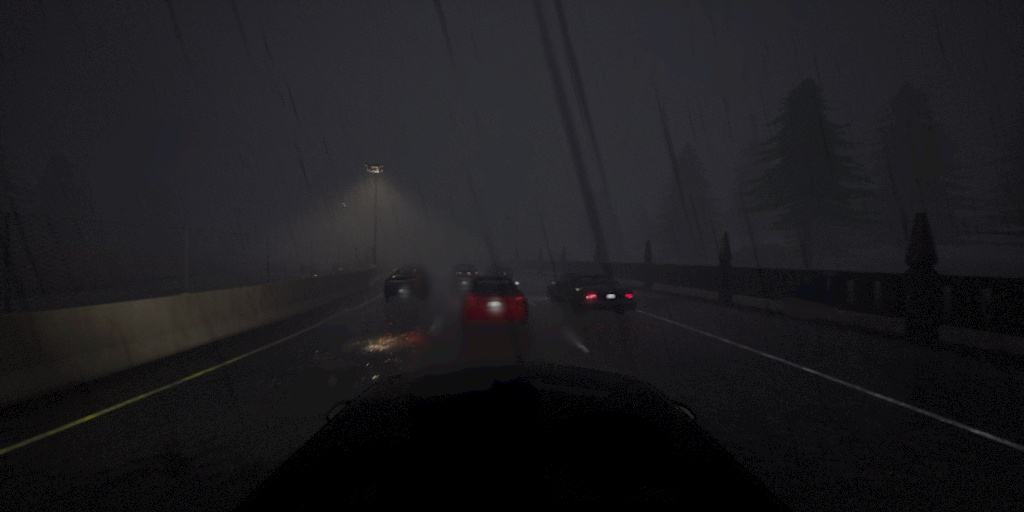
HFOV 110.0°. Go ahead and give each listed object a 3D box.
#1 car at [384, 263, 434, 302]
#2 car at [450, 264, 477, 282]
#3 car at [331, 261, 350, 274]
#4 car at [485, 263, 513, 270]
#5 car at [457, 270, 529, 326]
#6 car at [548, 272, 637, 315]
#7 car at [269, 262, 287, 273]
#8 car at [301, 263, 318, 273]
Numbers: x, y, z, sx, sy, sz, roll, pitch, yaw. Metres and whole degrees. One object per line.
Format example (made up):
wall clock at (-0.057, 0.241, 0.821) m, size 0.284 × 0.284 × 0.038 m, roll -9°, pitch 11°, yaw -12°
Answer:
car at (-4.895, 1.277, 17.342) m, size 2.128 × 1.511 × 4.902 m, roll 0°, pitch 0°, yaw -9°
car at (-3.934, 1.341, 29.441) m, size 2.033 × 1.411 × 5.357 m, roll 0°, pitch 0°, yaw -16°
car at (-20.605, 1.366, 43.116) m, size 2.128 × 1.511 × 4.902 m, roll 0°, pitch 0°, yaw -26°
car at (-1.232, 1.311, 32.468) m, size 1.812 × 1.442 × 4.674 m, roll 0°, pitch 0°, yaw -17°
car at (-0.647, 1.327, 11.857) m, size 1.994 × 1.385 × 4.181 m, roll 0°, pitch 0°, yaw -6°
car at (2.755, 1.298, 13.564) m, size 2.033 × 1.411 × 5.357 m, roll 0°, pitch 0°, yaw -7°
car at (-30.571, 1.483, 46.815) m, size 1.994 × 1.385 × 4.181 m, roll 0°, pitch 0°, yaw -31°
car at (-26.139, 1.501, 46.191) m, size 1.895 × 1.301 × 4.718 m, roll 0°, pitch 0°, yaw -30°
